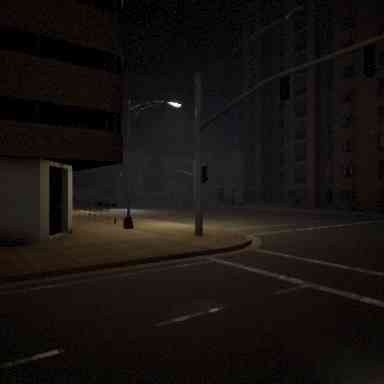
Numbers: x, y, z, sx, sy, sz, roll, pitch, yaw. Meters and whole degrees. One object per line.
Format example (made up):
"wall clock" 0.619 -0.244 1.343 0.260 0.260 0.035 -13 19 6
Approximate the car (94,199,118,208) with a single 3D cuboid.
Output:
"car" -12.127 1.662 46.696 1.895 1.301 4.718 0 0 -36
